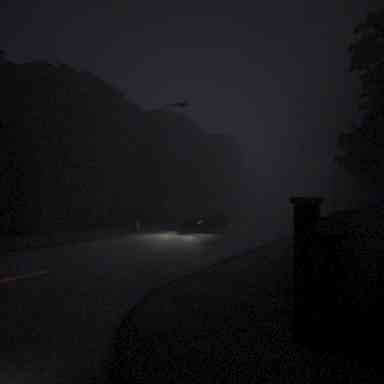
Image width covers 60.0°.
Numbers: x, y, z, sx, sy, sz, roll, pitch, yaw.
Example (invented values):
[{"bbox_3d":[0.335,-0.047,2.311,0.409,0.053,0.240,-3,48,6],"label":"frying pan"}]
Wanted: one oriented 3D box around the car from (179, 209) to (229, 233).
[{"bbox_3d":[0.959,1.956,23.709,1.882,1.535,5.008,0,-1,30],"label":"car"}]
